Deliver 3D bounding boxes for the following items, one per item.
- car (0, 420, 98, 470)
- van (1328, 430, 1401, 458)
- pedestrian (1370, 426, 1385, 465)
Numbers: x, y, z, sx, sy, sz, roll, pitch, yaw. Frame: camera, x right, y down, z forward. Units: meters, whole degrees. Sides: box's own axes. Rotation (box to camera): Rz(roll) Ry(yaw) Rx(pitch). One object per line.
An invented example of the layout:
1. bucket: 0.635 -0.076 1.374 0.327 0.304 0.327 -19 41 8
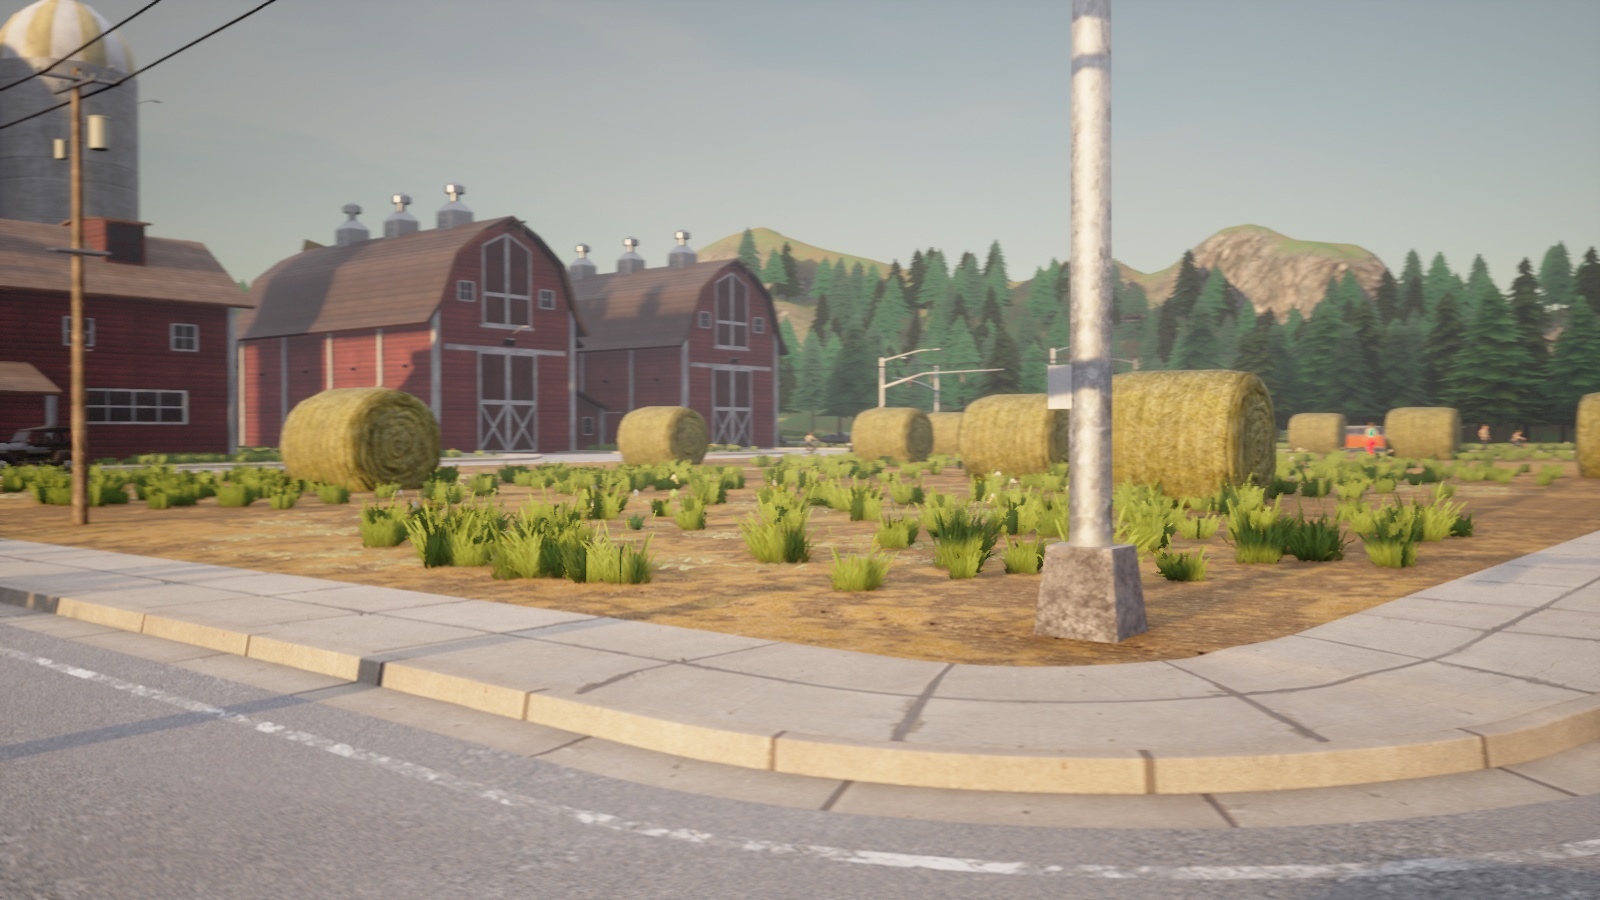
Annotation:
1. car: -29.853 -0.214 49.006 1.905 1.878 3.866 1 1 38
2. van: 40.405 -0.454 89.956 4.442 1.987 1.775 1 1 39
3. pedestrian: 27.037 -0.220 58.820 0.345 1.836 0.594 0 1 -8
